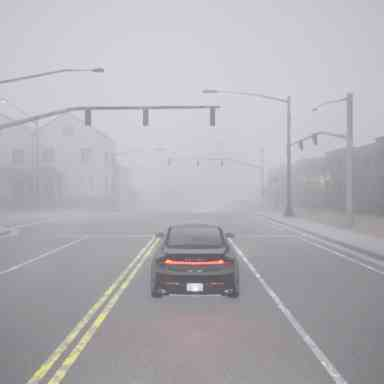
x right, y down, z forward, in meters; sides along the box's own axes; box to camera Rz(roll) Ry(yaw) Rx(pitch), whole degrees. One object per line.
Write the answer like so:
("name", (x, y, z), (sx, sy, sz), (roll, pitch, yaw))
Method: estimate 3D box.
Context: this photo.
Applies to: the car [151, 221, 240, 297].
("car", (0.077, 1.502, 8.528), (1.837, 1.490, 4.892), (0, 0, 1))
